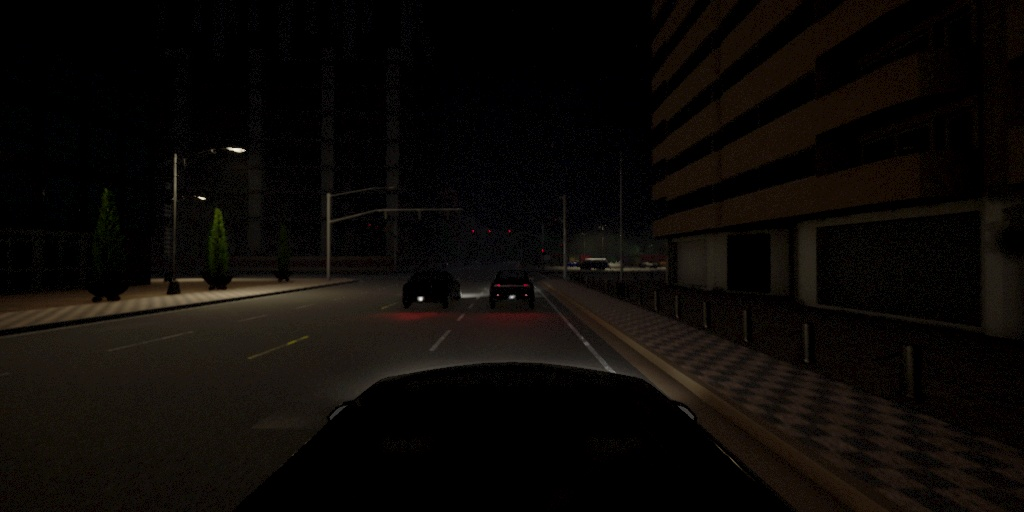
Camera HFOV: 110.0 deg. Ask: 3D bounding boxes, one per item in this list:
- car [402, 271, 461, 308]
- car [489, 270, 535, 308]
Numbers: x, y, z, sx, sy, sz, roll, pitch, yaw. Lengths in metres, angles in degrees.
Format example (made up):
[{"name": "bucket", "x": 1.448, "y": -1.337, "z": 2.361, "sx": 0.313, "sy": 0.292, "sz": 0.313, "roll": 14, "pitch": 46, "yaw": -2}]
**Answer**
[{"name": "car", "x": -3.498, "y": 1.394, "z": 16.157, "sx": 1.837, "sy": 1.490, "sz": 4.892, "roll": 0, "pitch": 0, "yaw": 0}, {"name": "car", "x": 0.002, "y": 1.379, "z": 16.147, "sx": 2.128, "sy": 1.511, "sz": 4.902, "roll": 0, "pitch": 0, "yaw": 0}]
